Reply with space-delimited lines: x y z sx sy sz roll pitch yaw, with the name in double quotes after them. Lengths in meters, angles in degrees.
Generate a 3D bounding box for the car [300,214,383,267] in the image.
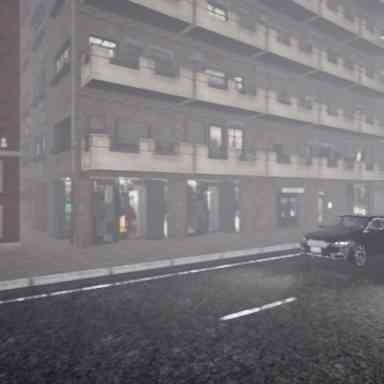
5.889 1.576 11.878 4.902 1.511 2.128 1 0 -36 "car"
